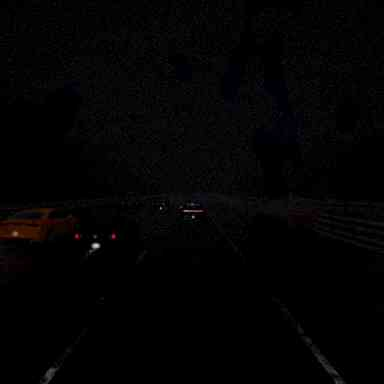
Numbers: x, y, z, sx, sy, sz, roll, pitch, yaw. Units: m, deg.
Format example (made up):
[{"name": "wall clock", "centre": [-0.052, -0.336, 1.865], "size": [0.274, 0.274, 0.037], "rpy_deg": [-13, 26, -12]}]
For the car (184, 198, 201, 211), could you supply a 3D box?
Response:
[{"name": "car", "centre": [0.096, 1.580, 42.868], "size": [2.033, 1.411, 5.357], "rpy_deg": [0, 0, 0]}]

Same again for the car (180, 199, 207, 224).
[{"name": "car", "centre": [0.096, 1.505, 25.232], "size": [2.128, 1.511, 4.902], "rpy_deg": [0, 0, 0]}]

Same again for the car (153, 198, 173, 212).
[{"name": "car", "centre": [-3.401, 1.525, 38.783], "size": [1.837, 1.490, 4.892], "rpy_deg": [0, 0, 0]}]

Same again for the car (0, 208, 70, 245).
[{"name": "car", "centre": [-6.902, 1.482, 15.490], "size": [1.882, 1.535, 5.008], "rpy_deg": [0, 0, 0]}]

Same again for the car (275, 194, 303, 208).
[{"name": "car", "centre": [15.097, 1.380, 51.838], "size": [2.150, 2.045, 5.566], "rpy_deg": [0, 0, -16]}]

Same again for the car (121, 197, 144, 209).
[{"name": "car", "centre": [-6.908, 1.365, 39.237], "size": [2.097, 1.767, 4.553], "rpy_deg": [0, -1, 0]}]

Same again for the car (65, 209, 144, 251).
[{"name": "car", "centre": [-3.400, 1.604, 14.030], "size": [1.895, 1.301, 4.718], "rpy_deg": [0, 0, 0]}]
